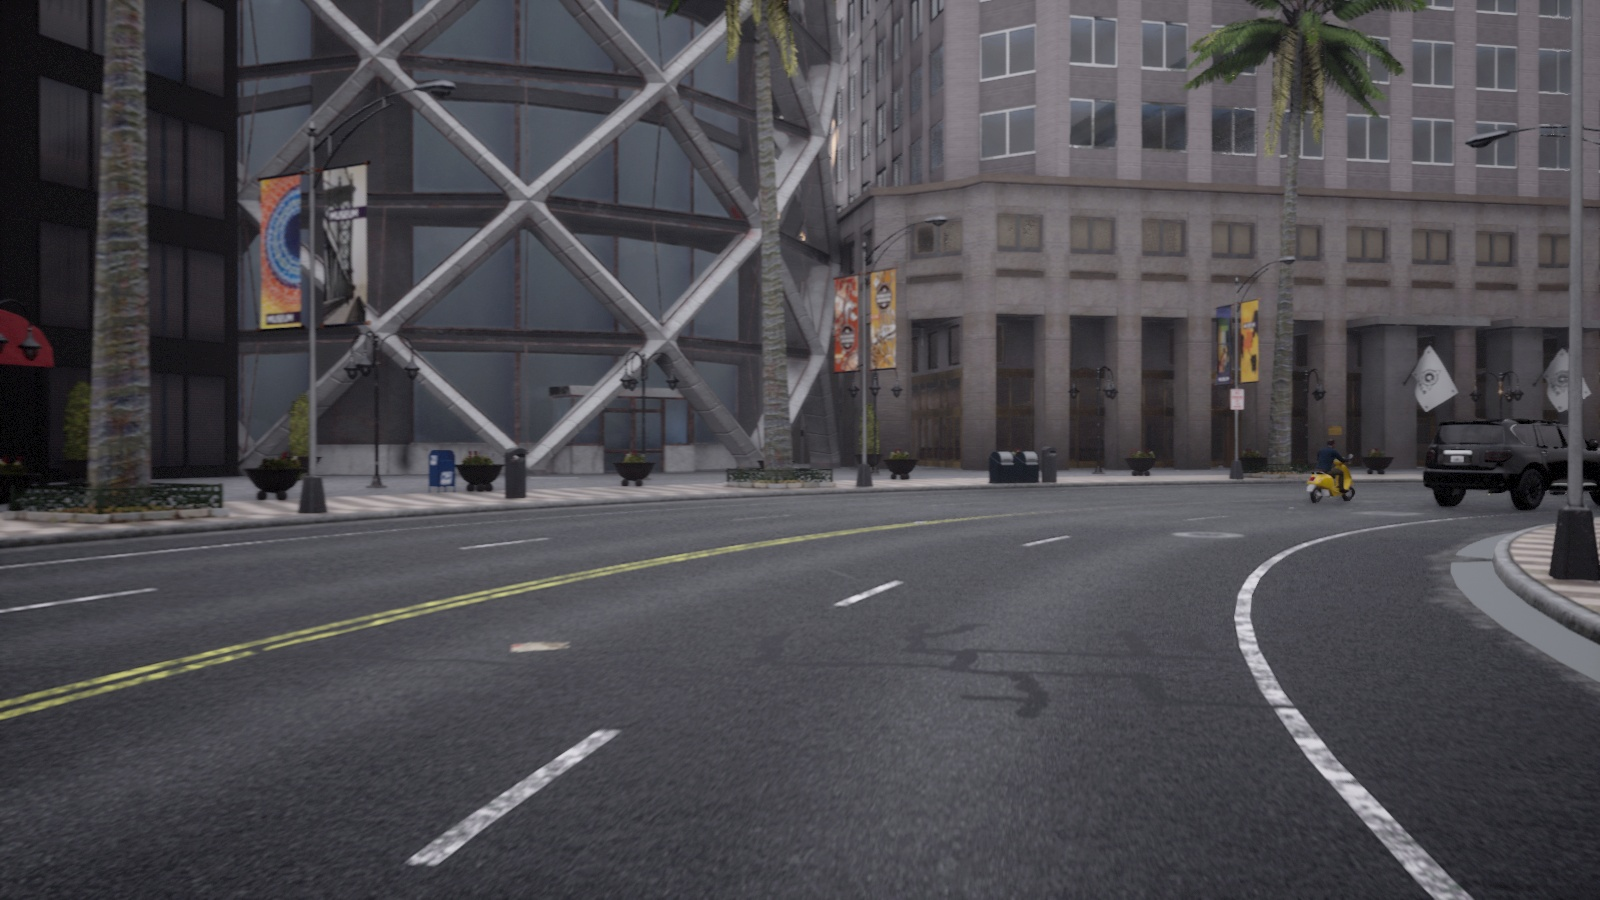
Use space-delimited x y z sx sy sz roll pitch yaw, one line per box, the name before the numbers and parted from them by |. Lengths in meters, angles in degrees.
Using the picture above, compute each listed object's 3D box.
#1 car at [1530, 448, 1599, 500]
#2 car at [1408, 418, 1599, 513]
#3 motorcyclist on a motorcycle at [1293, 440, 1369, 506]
car | 23.159 0.652 35.492 4.181 1.385 1.994 0 0 -15
car | 16.994 0.329 29.476 5.566 2.045 2.150 0 0 -30
motorcyclist on a motorcycle | 13.236 0.547 31.275 1.817 1.590 0.866 0 1 -33
